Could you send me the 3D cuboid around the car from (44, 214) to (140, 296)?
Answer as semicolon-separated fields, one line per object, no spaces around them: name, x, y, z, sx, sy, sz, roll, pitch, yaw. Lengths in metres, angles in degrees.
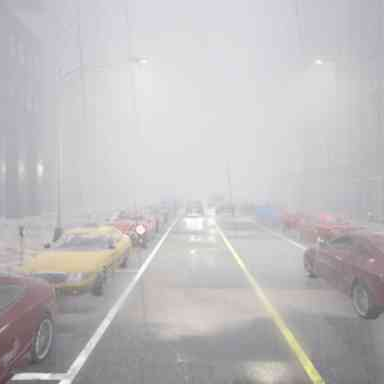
car;-2.709;1.522;8.658;1.752;1.417;4.829;1;0;0

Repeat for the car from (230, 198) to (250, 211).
car;6.074;1.546;42.383;1.967;1.590;4.097;1;0;0

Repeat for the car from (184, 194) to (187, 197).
car;-2.323;1.520;59.242;1.967;1.590;4.097;1;0;0

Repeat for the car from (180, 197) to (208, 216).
car;0.239;1.546;33.316;2.128;1.511;4.902;0;0;0

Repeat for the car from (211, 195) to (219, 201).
car;6.458;1.637;92.800;1.967;1.590;4.097;1;0;0

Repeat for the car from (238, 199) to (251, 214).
car;6.031;1.642;36.781;1.887;1.381;4.507;1;0;0

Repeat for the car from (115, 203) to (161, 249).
car;-2.664;1.446;14.429;1.967;1.590;4.097;1;0;0

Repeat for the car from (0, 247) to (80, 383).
car;-2.751;1.570;3.226;1.802;1.307;4.206;1;0;0

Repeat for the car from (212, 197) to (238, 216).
car;3.317;1.601;34.179;1.812;1.442;4.674;0;0;1

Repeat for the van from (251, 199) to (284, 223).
van;5.947;1.420;25.576;1.690;1.788;3.998;1;0;0

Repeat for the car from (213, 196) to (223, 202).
car;6.372;1.740;81.596;1.947;1.339;4.313;1;0;0

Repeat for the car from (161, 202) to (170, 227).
car;-2.622;1.560;20.030;1.887;1.381;4.507;1;0;0

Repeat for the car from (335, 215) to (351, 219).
car;5.819;1.577;8.940;1.752;1.417;4.829;1;0;0

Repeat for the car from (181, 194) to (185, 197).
car;-2.408;1.501;48.039;1.967;1.590;4.097;1;0;0

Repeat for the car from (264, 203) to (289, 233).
car;5.902;1.614;19.974;1.887;1.381;4.507;1;0;0

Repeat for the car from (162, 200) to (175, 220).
car;-2.580;1.569;25.633;1.887;1.381;4.507;1;0;0

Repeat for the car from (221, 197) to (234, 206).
car;6.201;1.679;59.188;1.887;1.381;4.507;1;0;0

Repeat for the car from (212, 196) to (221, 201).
car;6.414;1.736;87.198;2.008;1.369;4.403;1;0;0

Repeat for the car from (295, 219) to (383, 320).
car;3.940;1.563;7.261;1.812;1.442;4.674;0;0;0

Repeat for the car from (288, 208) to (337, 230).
car;5.860;1.605;14.373;1.887;1.381;4.507;1;0;0

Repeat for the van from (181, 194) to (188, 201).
van;-2.066;1.484;92.851;1.690;1.788;3.998;1;0;0

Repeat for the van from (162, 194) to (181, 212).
van;-2.492;1.383;36.837;1.690;1.788;3.998;1;0;0

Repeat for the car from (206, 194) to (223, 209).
car;3.341;1.317;46.165;2.150;2.045;5.566;0;0;0

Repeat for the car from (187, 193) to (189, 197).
car;-2.236;1.414;70.446;2.192;1.841;5.009;1;0;0
